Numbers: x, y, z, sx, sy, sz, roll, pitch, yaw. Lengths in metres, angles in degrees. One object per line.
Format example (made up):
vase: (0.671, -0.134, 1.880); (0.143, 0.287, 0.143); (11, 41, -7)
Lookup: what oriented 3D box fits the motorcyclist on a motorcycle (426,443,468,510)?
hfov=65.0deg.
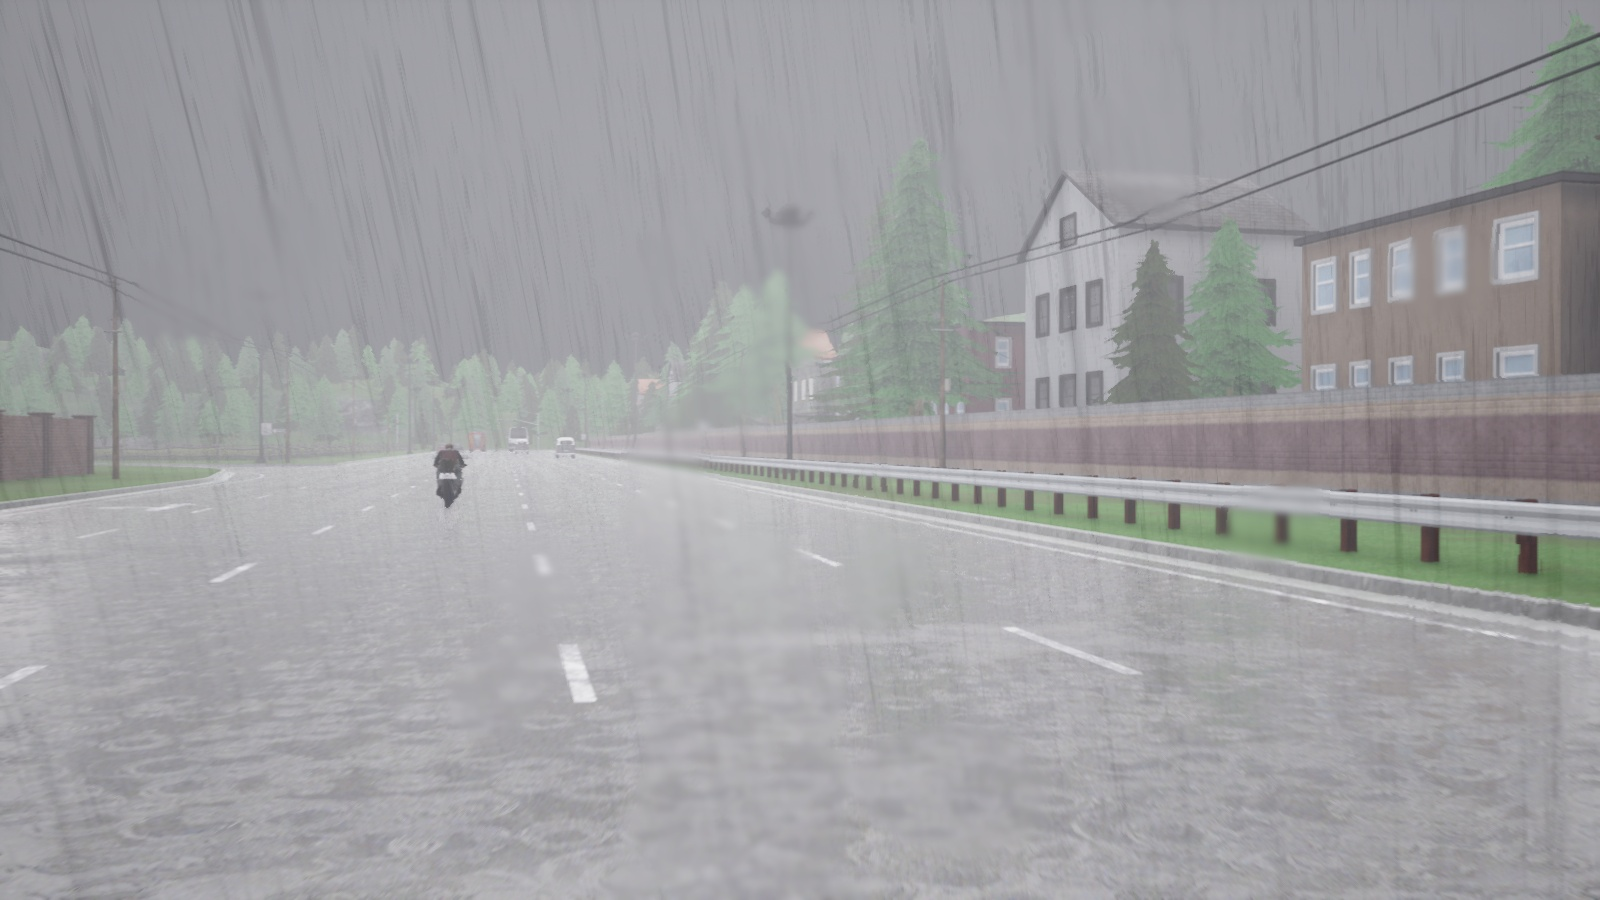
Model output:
motorcyclist on a motorcycle: (-8.422, 0.604, 30.043); (0.866, 1.530, 2.191); (0, 0, -13)
